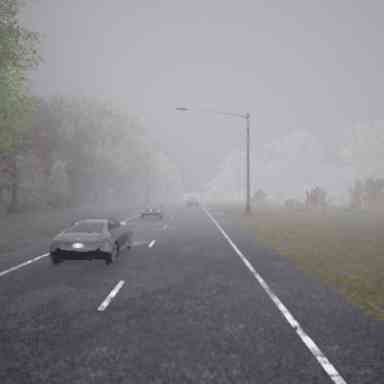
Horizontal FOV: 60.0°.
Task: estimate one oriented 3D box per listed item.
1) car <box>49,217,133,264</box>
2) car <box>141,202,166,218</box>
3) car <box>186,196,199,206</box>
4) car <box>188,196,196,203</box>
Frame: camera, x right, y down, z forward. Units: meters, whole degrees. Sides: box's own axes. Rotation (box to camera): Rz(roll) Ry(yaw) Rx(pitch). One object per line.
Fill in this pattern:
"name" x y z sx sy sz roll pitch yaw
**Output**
"car" -3.402 1.576 11.931 1.994 1.385 4.181 0 0 0
"car" -3.401 1.578 29.962 2.033 1.411 5.357 0 0 0
"car" 0.099 1.622 54.661 1.994 1.385 4.181 0 0 0
"car" 0.001 1.605 72.944 1.812 1.442 4.674 0 0 0
